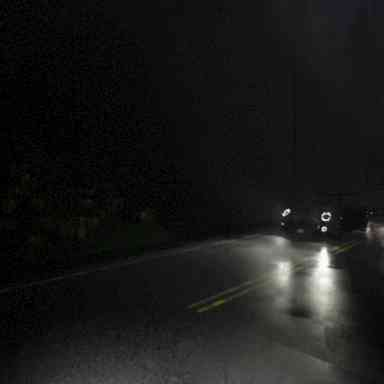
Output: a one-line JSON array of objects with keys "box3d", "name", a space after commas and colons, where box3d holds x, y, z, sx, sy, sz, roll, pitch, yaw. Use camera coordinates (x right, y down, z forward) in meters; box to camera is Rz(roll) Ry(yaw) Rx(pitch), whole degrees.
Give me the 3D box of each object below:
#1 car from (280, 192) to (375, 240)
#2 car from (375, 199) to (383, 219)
[{"box3d": [5.577, 0.811, 13.790, 4.553, 1.767, 2.097, -1, 4, -45], "name": "car"}, {"box3d": [12.609, 0.806, 19.673, 5.008, 1.535, 1.882, -1, 2, -29], "name": "car"}]
